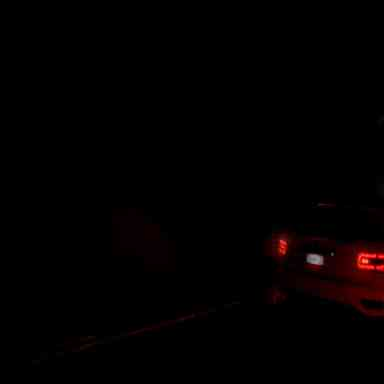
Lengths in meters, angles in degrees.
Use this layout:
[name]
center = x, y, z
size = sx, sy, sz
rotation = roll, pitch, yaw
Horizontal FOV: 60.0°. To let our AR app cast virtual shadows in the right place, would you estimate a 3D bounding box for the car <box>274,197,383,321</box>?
[car]
center = 4.064, 1.119, 6.691
size = 5.566, 2.045, 2.150
rotation = 0, 0, -36
